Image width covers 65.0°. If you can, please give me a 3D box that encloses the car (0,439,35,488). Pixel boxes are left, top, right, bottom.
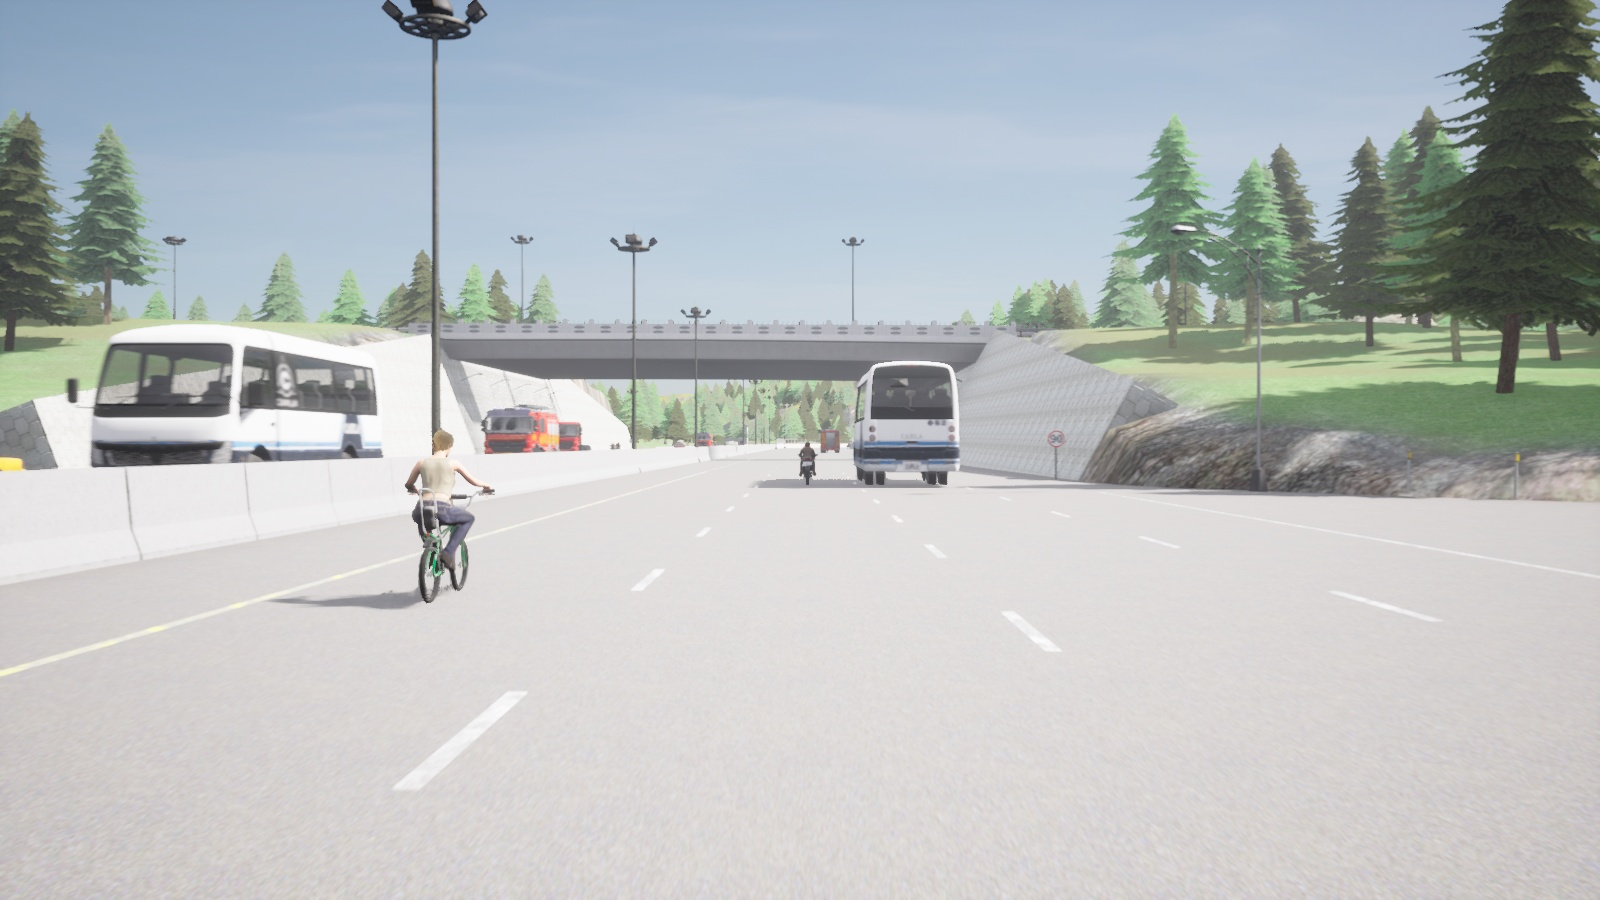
[{"bbox_3d":[-27.363,0.439,39.844,1.801,1.575,5.366,0,0,19],"label":"car"}]

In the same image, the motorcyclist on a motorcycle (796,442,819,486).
[{"bbox_3d":[0.269,0.478,44.559,0.797,1.523,2.044,0,0,0],"label":"motorcyclist on a motorcycle"}]

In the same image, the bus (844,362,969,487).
[{"bbox_3d":[3.788,-0.896,47.712,3.944,4.253,10.273,0,0,0],"label":"bus"}]

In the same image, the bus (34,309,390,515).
[{"bbox_3d":[-13.807,-0.816,31.061,3.944,4.253,10.273,0,0,0],"label":"bus"}]

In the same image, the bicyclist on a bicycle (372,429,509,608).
[{"bbox_3d":[-3.421,0.612,12.092,0.866,1.612,1.509,0,0,1],"label":"bicyclist on a bicycle"}]

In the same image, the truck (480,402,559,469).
[{"bbox_3d":[-17.047,-0.865,76.865,2.891,3.827,8.468,0,0,0],"label":"truck"}]
